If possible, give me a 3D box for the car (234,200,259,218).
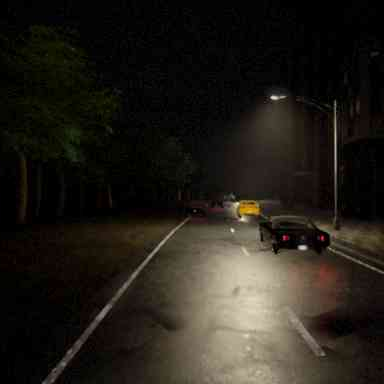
[{"bbox_3d":[5.309,1.575,31.736,1.882,1.535,5.008,0,0,5],"label":"car"}]

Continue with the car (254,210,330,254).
[{"bbox_3d":[3.994,1.658,13.887,1.895,1.301,4.718,0,0,3],"label":"car"}]

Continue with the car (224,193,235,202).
[{"bbox_3d":[7.989,1.157,72.182,2.150,2.045,5.566,0,0,13],"label":"car"}]

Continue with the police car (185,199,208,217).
[{"bbox_3d":[0.518,1.527,32.760,1.930,1.638,5.238,0,0,6],"label":"police car"}]

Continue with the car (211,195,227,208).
[{"bbox_3d":[3.902,1.606,50.523,1.837,1.490,4.892,0,0,9],"label":"car"}]
